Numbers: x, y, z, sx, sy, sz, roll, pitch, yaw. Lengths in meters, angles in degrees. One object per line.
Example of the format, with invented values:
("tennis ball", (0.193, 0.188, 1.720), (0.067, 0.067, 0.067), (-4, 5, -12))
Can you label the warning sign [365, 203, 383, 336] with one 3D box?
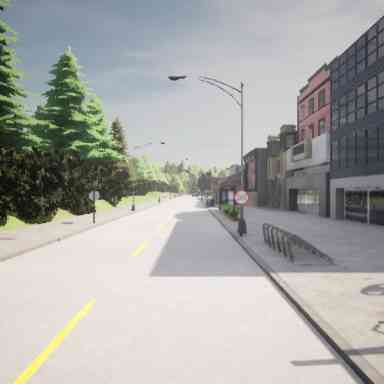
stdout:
("warning sign", (3.350, 1.100, 4.651), (1.300, 1.860, 1.060), (0, 0, 0))
